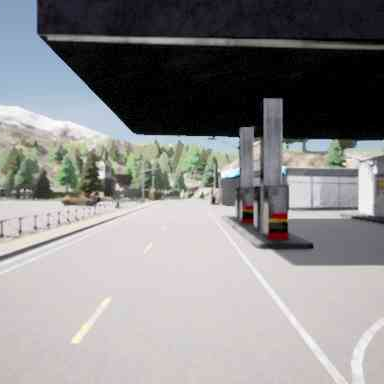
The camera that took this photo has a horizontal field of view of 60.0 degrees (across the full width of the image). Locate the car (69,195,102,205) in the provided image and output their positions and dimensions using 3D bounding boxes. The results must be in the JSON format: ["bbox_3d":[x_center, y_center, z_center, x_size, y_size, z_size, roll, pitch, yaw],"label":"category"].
[{"bbox_3d":[-16.428,1.191,51.521,4.514,1.523,2.007,0,0,0],"label":"car"}]

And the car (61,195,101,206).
[{"bbox_3d":[-16.362,1.192,48.384,5.027,1.636,2.152,0,0,0],"label":"car"}]
